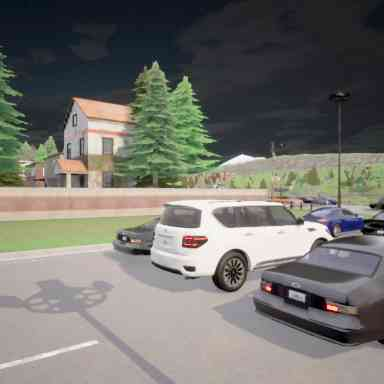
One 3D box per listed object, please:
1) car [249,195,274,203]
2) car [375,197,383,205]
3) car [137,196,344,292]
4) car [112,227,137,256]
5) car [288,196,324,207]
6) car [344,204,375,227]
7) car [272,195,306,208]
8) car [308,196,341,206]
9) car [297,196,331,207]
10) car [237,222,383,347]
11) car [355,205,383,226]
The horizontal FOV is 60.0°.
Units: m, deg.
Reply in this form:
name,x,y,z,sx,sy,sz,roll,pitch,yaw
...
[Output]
name,x,y,z,sx,sy,sz,roll,pitch,yaw
car,14.143,1.492,67.967,2.128,1.511,4.902,0,0,-36
car,23.218,1.601,38.333,1.895,1.301,4.718,0,0,-44
car,1.569,1.221,9.166,5.566,2.045,2.150,0,0,-36
car,-0.151,1.547,12.231,5.357,1.411,2.033,0,0,-36
car,17.474,1.478,51.243,1.882,1.535,5.008,0,0,-36
car,7.652,1.526,17.793,4.674,1.442,1.812,0,0,-35
car,14.383,1.352,49.545,2.097,1.767,4.553,0,0,-36
car,22.356,1.478,56.453,1.882,1.535,5.008,0,0,-36
car,19.785,1.491,54.027,2.128,1.511,4.902,0,0,-36
car,3.549,1.547,6.277,5.357,1.411,2.033,0,0,-36
car,9.660,1.478,14.926,5.008,1.535,1.882,0,0,-35
